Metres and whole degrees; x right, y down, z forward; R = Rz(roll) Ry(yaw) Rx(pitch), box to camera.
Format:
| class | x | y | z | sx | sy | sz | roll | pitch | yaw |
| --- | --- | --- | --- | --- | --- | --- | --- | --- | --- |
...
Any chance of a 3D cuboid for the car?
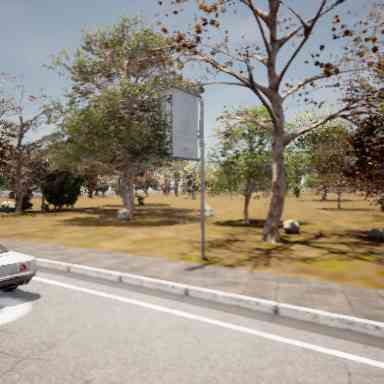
| class | x | y | z | sx | sy | sz | roll | pitch | yaw |
| --- | --- | --- | --- | --- | --- | --- | --- | --- | --- |
| car | -5.724 | 1.590 | 7.560 | 4.718 | 1.301 | 1.895 | 0 | 0 | 32 |
